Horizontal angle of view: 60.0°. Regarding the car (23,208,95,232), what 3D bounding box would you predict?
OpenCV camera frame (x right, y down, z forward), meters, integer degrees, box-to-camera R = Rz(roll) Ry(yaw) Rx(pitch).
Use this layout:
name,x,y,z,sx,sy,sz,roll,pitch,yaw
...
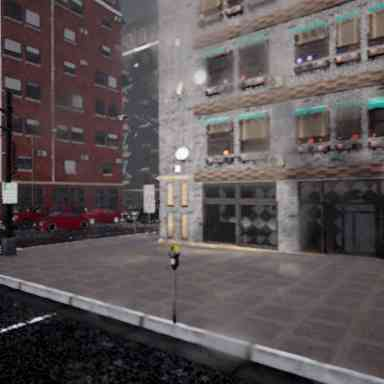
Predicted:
name,x,y,z,sx,sy,sz,roll,pitch,yaw
car,-9.694,2.117,24.492,1.994,1.385,4.181,-1,-1,35

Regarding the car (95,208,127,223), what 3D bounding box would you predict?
name,x,y,z,sx,sy,sz,roll,pitch,yaw
car,-8.549,2.221,30.606,1.887,1.381,4.507,-2,-2,35

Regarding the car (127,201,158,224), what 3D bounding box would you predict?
name,x,y,z,sx,sy,sz,roll,pitch,yaw
car,-4.148,1.948,32.320,2.150,2.045,5.566,-1,-1,35

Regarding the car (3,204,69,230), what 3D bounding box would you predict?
name,x,y,z,sx,sy,sz,roll,pitch,yaw
car,-11.845,1.889,25.967,2.192,1.841,5.009,-2,-2,35
